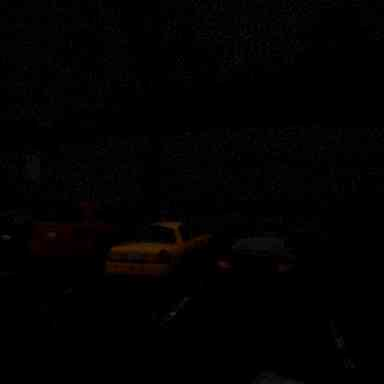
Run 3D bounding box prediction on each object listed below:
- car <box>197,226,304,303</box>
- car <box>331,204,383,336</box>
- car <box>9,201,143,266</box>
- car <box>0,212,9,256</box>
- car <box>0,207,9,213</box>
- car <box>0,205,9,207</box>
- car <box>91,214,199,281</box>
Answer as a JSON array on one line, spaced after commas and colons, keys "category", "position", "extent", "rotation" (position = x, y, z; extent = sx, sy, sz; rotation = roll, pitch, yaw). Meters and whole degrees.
[{"category": "car", "position": [1.722, 1.557, 8.247], "extent": [2.002, 1.452, 4.674], "rotation": [-1, -1, 15]}, {"category": "car", "position": [4.183, 1.239, 6.542], "extent": [2.435, 2.045, 5.566], "rotation": [0, -1, 15]}, {"category": "car", "position": [-3.174, 1.321, 11.749], "extent": [2.435, 2.045, 5.566], "rotation": [-1, -1, 15]}, {"category": "car", "position": [-5.629, 1.629, 13.475], "extent": [2.163, 1.488, 4.792], "rotation": [-1, -1, 15]}, {"category": "car", "position": [-8.079, 1.630, 15.179], "extent": [2.231, 1.521, 4.892], "rotation": [0, -1, 15]}, {"category": "car", "position": [-10.526, 1.534, 16.934], "extent": [2.185, 1.767, 4.553], "rotation": [0, -1, 15]}, {"category": "car", "position": [-0.678, 1.544, 10.166], "extent": [1.946, 1.575, 5.366], "rotation": [-1, -1, 15]}]
